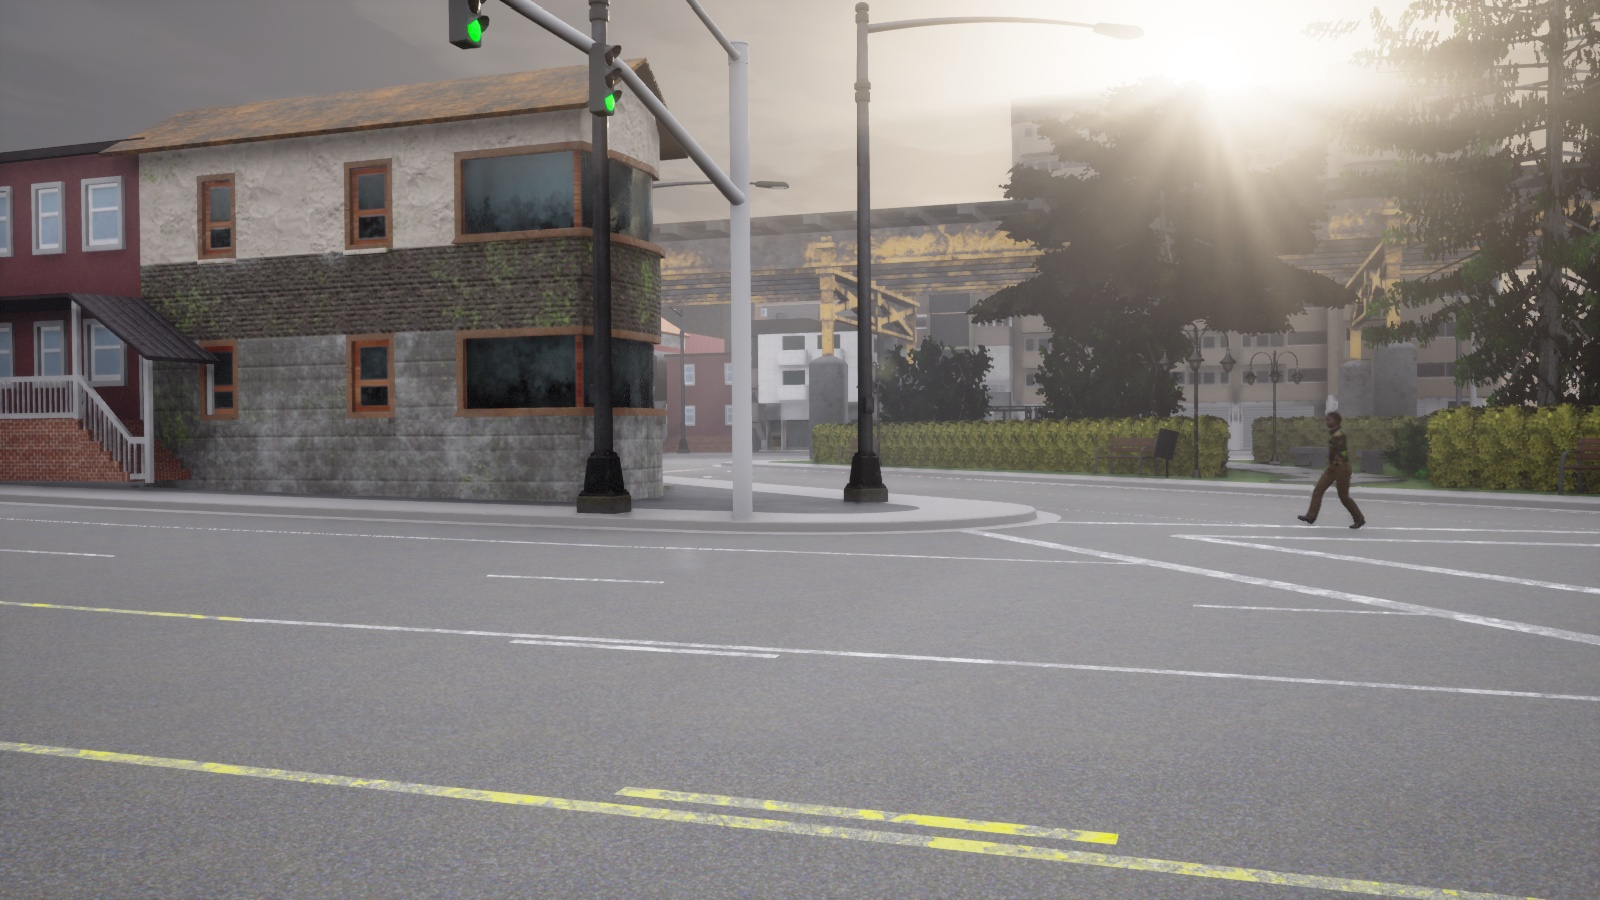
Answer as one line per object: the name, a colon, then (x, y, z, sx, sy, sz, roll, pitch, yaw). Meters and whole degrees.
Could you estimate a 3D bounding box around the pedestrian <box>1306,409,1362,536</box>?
pedestrian: (8.201, 0.345, 19.291, 0.692, 1.930, 0.395, 0, 1, 1)
